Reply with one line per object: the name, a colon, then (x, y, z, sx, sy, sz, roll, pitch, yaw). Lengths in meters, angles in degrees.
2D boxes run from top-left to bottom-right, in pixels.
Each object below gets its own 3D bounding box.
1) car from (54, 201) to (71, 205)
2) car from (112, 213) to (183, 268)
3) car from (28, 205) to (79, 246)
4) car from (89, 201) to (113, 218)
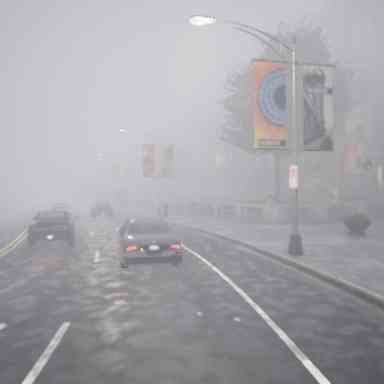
car: (-12.445, 1.643, 31.888, 1.882, 1.535, 5.008, 0, 0, -21)
car: (-1.625, 1.594, 11.598, 2.033, 1.411, 5.357, 0, 0, -13)
car: (-6.555, 1.589, 15.878, 1.837, 1.490, 4.892, 0, 0, -18)
car: (-8.711, 1.651, 31.914, 1.837, 1.490, 4.892, 0, 0, -21)
